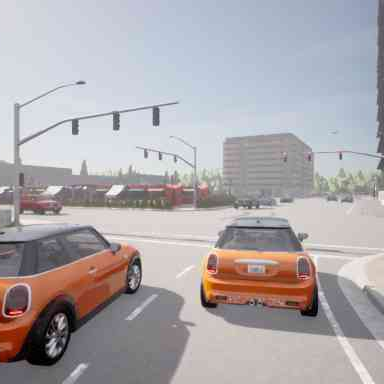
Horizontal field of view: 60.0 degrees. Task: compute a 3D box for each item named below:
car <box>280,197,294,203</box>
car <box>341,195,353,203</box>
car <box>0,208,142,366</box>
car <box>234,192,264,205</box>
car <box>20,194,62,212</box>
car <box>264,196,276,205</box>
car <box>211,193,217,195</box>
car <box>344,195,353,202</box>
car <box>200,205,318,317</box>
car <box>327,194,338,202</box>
[{"bbox_3d":[18.980,1.601,66.581,1.895,1.301,4.718,0,0,28],"label":"car"},{"bbox_3d":[32.066,1.595,68.988,1.895,1.301,4.718,0,0,27],"label":"car"},{"bbox_3d":[-2.497,1.352,6.104,2.097,1.767,4.553,0,0,10],"label":"car"},{"bbox_3d":[7.422,1.221,44.553,2.150,2.045,5.566,0,0,27],"label":"car"},{"bbox_3d":[-16.148,1.277,34.772,5.566,2.045,2.150,0,0,28],"label":"car"},{"bbox_3d":[12.028,1.353,53.397,2.097,1.767,4.553,0,0,28],"label":"car"},{"bbox_3d":[5.019,1.209,86.950,4.605,1.855,1.932,0,0,28],"label":"car"},{"bbox_3d":[36.651,1.500,77.813,1.837,1.490,4.892,0,0,27],"label":"car"},{"bbox_3d":[1.618,1.352,7.816,2.097,1.767,4.553,0,0,14],"label":"car"},{"bbox_3d":[33.514,1.355,79.366,2.097,1.767,4.553,0,0,27],"label":"car"}]
